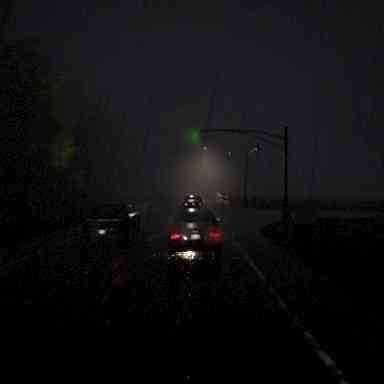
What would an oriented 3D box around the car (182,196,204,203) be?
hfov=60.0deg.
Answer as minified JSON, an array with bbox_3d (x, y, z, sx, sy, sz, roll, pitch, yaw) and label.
[{"bbox_3d":[0.096,1.051,31.092,2.033,1.411,5.357,0,1,0],"label":"car"}]

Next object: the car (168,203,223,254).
[{"bbox_3d":[0.113,1.348,12.510,2.033,1.411,5.357,0,1,0],"label":"car"}]

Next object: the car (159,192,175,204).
[{"bbox_3d":[-3.406,0.788,44.891,1.837,1.490,4.892,0,1,0],"label":"car"}]

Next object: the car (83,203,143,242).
[{"bbox_3d":[-3.401,1.252,14.968,2.128,1.511,4.902,0,1,0],"label":"car"}]
